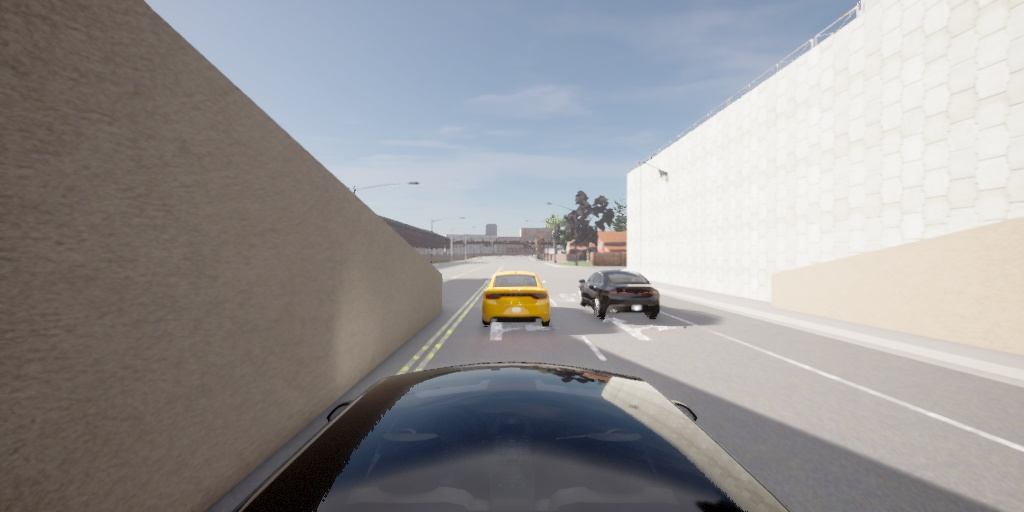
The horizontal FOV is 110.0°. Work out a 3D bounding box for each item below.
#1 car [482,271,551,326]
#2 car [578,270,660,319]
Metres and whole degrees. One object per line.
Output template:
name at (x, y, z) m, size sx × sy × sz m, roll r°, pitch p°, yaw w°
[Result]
car at (0.110, 1.217, 11.584) m, size 1.882 × 1.535 × 5.008 m, roll 0°, pitch 0°, yaw 0°
car at (3.603, 1.243, 12.754) m, size 1.837 × 1.490 × 4.892 m, roll 0°, pitch 0°, yaw 0°
